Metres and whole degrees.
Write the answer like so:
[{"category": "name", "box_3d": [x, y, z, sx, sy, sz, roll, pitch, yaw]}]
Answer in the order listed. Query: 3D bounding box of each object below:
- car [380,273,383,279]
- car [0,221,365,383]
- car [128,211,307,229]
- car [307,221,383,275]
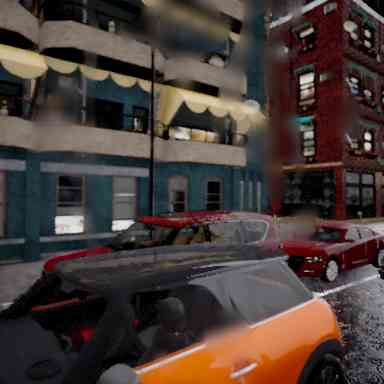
[{"category": "car", "box_3d": [6.946, 1.566, 8.725, 5.357, 1.411, 2.033, 0, 0, -38]}, {"category": "car", "box_3d": [-0.660, 1.370, 2.867, 4.553, 1.767, 2.097, 0, 0, -38]}, {"category": "car", "box_3d": [-0.269, 1.348, 6.448, 5.009, 1.841, 2.192, 0, 1, -37]}, {"category": "car", "box_3d": [4.153, 1.577, 9.836, 4.507, 1.381, 1.887, 0, 1, -37]}]
